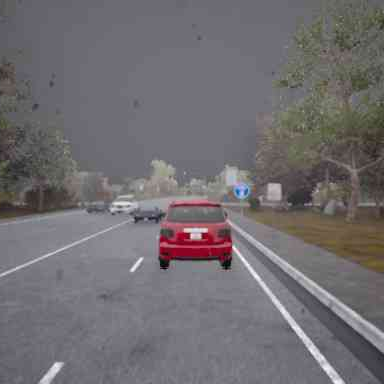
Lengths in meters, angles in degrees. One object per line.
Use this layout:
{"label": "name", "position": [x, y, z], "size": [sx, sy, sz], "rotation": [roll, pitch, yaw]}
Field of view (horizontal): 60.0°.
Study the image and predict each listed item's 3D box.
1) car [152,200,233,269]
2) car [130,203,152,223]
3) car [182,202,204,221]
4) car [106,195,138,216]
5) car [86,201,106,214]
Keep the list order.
{"label": "car", "position": [0.100, 1.280, 11.534], "size": [2.150, 2.045, 5.566], "rotation": [0, 0, 0]}
{"label": "car", "position": [-3.399, 1.737, 26.731], "size": [1.895, 1.301, 4.718], "rotation": [0, 0, 0]}
{"label": "car", "position": [0.100, 1.674, 29.288], "size": [1.812, 1.442, 4.674], "rotation": [0, 0, 0]}
{"label": "car", "position": [-7.095, 1.399, 35.366], "size": [2.150, 2.045, 5.566], "rotation": [0, 0, 0]}
{"label": "car", "position": [-10.594, 1.742, 38.477], "size": [2.033, 1.411, 5.357], "rotation": [0, 0, 0]}
